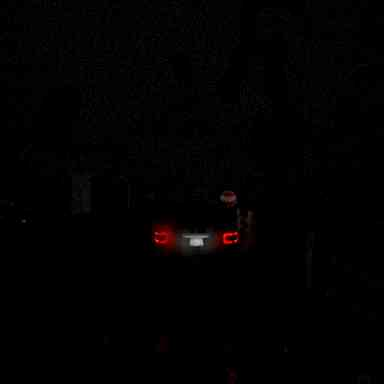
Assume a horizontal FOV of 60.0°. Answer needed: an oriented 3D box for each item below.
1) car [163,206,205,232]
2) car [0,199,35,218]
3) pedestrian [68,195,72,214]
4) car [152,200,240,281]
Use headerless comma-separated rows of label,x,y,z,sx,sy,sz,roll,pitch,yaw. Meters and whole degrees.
car,-0.651,1.661,21.531,1.895,1.301,4.718,0,0,-11
car,-15.594,1.290,27.328,5.008,1.535,1.882,2,-1,0
pedestrian,-12.161,1.230,33.313,0.375,1.860,0.375,0,-2,0
car,0.105,1.245,10.056,2.150,2.045,5.566,0,-1,0
